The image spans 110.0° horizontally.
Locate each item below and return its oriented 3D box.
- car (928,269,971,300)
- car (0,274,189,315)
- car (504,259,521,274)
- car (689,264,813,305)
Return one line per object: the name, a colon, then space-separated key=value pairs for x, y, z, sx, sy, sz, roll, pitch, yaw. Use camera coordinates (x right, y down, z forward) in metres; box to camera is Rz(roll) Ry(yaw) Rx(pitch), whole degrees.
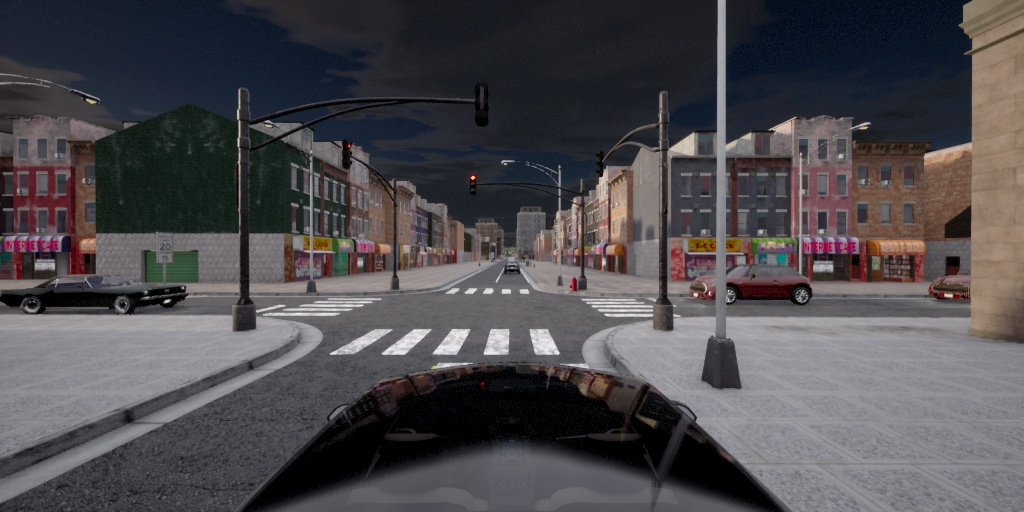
car: x=21.498 y=1.167 z=15.812 sx=4.553 sy=1.767 sz=2.097 roll=0 pitch=0 yaw=0
car: x=-14.637 y=1.313 z=12.836 sx=4.718 sy=1.301 sz=1.895 roll=0 pitch=0 yaw=-3
car: x=0.015 y=1.313 z=40.627 sx=1.948 sy=1.339 sz=4.313 roll=0 pitch=0 yaw=0
car: x=10.349 y=1.132 z=15.806 sx=4.553 sy=1.767 sz=2.097 roll=0 pitch=0 yaw=0
